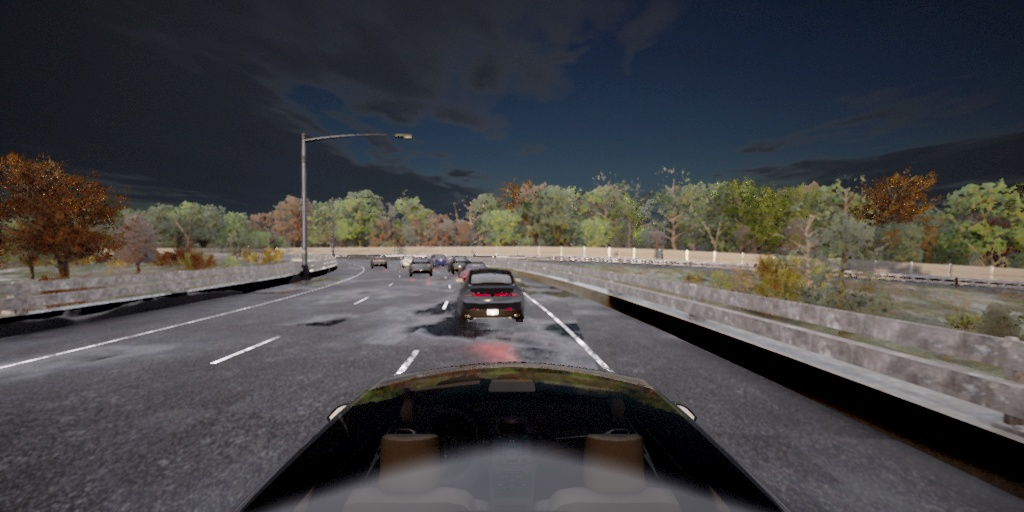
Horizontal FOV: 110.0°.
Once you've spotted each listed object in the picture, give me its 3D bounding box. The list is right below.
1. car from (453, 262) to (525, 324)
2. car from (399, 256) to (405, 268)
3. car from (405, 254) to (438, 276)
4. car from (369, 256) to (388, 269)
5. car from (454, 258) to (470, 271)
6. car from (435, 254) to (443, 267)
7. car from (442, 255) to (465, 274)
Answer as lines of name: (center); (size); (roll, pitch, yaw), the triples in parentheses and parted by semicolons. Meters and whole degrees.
car: (-0.730, 1.131, 11.443); (1.837, 1.490, 4.892); (0, 1, -6)
car: (-12.922, 0.731, 44.819); (1.812, 1.442, 4.674); (0, 1, -23)
car: (-7.750, 0.878, 30.412); (2.128, 1.511, 4.902); (0, 1, -15)
car: (-16.368, 0.707, 43.985); (2.128, 1.511, 4.902); (0, 1, -23)
car: (-2.352, 1.051, 22.333); (1.994, 1.385, 4.181); (0, 1, -11)
car: (-9.473, 0.546, 45.596); (2.097, 1.767, 4.553); (0, 1, -22)
car: (-4.924, 0.842, 33.176); (2.128, 1.511, 4.902); (0, 1, -16)
